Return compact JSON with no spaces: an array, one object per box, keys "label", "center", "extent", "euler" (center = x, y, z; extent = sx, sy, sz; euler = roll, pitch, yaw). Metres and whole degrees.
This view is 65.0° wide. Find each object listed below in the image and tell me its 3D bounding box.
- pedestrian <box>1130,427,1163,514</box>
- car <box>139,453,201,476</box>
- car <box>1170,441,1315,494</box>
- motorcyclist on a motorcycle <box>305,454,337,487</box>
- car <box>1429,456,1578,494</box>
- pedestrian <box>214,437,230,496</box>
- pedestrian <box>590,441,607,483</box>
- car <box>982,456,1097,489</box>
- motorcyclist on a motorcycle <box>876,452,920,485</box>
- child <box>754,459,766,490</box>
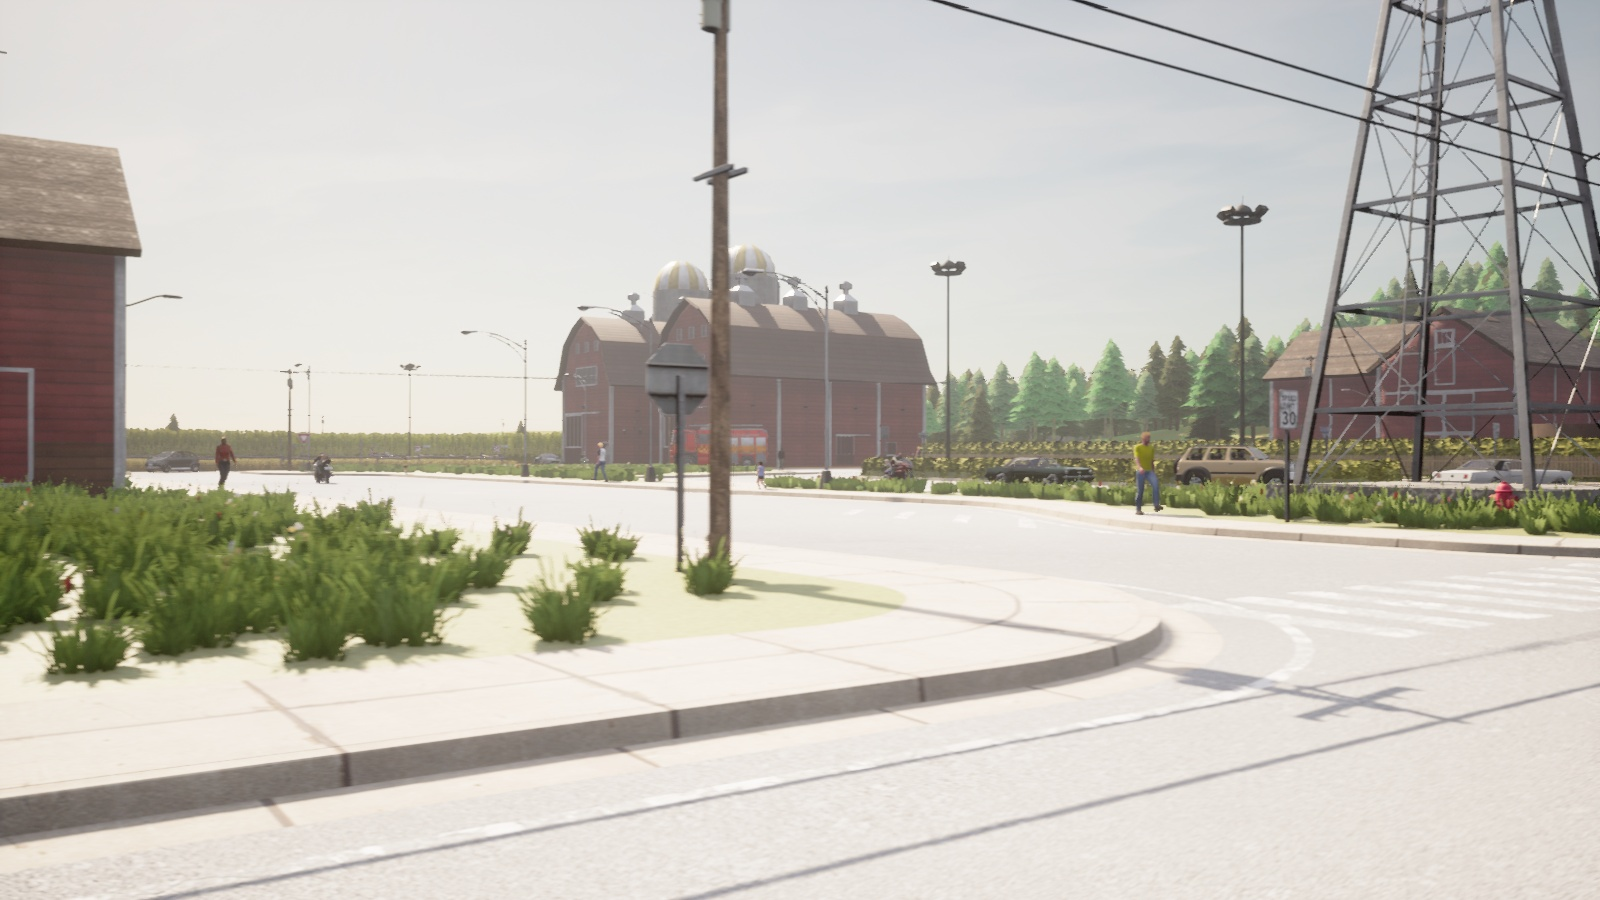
[{"label":"pedestrian","center":[7.388,0.433,26.763],"extent":[0.354,1.836,0.706],"euler":[0,0,-16]},{"label":"car","center":[-44.461,1.023,88.719],"extent":[1.789,1.549,3.705],"euler":[-1,0,20]},{"label":"car","center":[16.059,0.608,45.696],"extent":[4.605,1.855,1.932],"euler":[0,0,38]},{"label":"motorcyclist on a motorcycle","center":[-22.666,0.961,59.363],"extent":[0.866,1.530,2.191],"euler":[0,0,-36]},{"label":"car","center":[25.111,0.865,44.854],"extent":[4.718,1.301,1.895],"euler":[0,0,-17]},{"label":"pedestrian","center":[-18.233,0.530,39.608],"extent":[0.331,1.846,0.636],"euler":[0,0,-35]},{"label":"pedestrian","center":[-8.996,0.537,56.059],"extent":[0.706,1.836,0.354],"euler":[0,0,42]},{"label":"car","center":[9.950,0.922,52.428],"extent":[1.895,1.301,4.718],"euler":[0,0,-35]},{"label":"motorcyclist on a motorcycle","center":[4.675,0.886,59.834],"extent":[0.866,1.530,2.191],"euler":[0,0,-36]},{"label":"child","center":[-1.435,0.874,44.978],"extent":[0.255,1.110,0.394],"euler":[0,0,-38]}]
